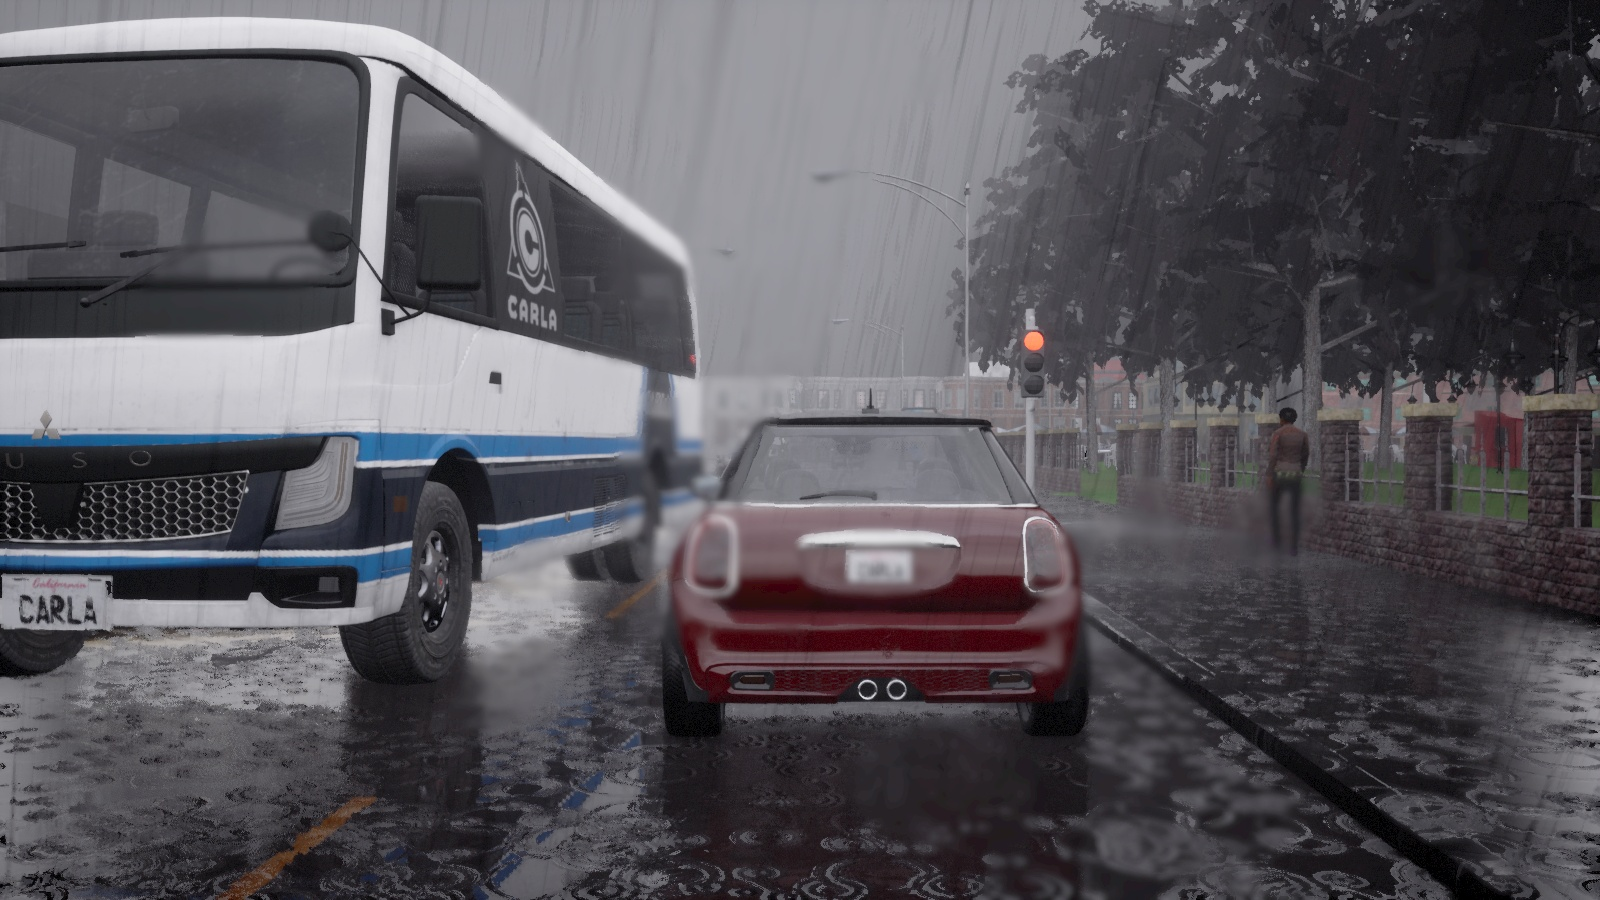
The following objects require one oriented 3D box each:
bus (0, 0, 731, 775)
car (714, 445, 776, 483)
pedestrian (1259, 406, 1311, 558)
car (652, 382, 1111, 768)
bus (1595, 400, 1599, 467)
[{"bbox_3d":[-3.404,-0.695,10.964,3.944,4.253,10.273,0,0,6],"label":"bus"},{"bbox_3d":[-2.120,0.509,50.148,2.033,1.411,5.357,0,0,2],"label":"car"},{"bbox_3d":[5.922,0.374,15.344,0.328,1.805,0.869,0,0,3],"label":"pedestrian"},{"bbox_3d":[0.361,0.560,8.016,2.097,1.767,4.553,0,0,0],"label":"car"},{"bbox_3d":[52.071,-1.007,74.168,3.944,4.253,10.273,0,0,2],"label":"bus"}]
